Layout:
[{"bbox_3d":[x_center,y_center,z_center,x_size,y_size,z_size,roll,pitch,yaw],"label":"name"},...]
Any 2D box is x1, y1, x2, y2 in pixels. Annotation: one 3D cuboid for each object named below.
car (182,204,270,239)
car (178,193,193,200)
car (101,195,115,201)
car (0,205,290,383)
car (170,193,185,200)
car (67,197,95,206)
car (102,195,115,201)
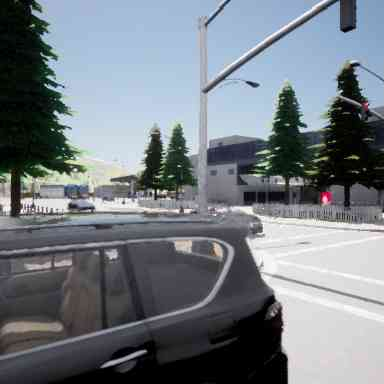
[{"bbox_3d":[1.728,1.507,18.627,2.128,1.511,4.902,0,0,-37],"label":"car"},{"bbox_3d":[-1.777,1.092,88.029,1.905,1.878,3.866,0,0,-37],"label":"car"},{"bbox_3d":[-20.905,1.400,82.760,1.970,1.475,3.806,0,0,-37],"label":"car"},{"bbox_3d":[-1.805,1.221,2.299,5.566,2.045,2.150,0,0,-32],"label":"car"},{"bbox_3d":[-3.867,1.113,85.969,1.932,1.855,4.605,0,0,-37],"label":"car"},{"bbox_3d":[-12.648,1.563,37.746,2.033,1.411,5.357,0,0,-37],"label":"car"},{"bbox_3d":[-18.885,1.389,75.023,1.845,1.501,3.633,0,0,-37],"label":"car"}]
